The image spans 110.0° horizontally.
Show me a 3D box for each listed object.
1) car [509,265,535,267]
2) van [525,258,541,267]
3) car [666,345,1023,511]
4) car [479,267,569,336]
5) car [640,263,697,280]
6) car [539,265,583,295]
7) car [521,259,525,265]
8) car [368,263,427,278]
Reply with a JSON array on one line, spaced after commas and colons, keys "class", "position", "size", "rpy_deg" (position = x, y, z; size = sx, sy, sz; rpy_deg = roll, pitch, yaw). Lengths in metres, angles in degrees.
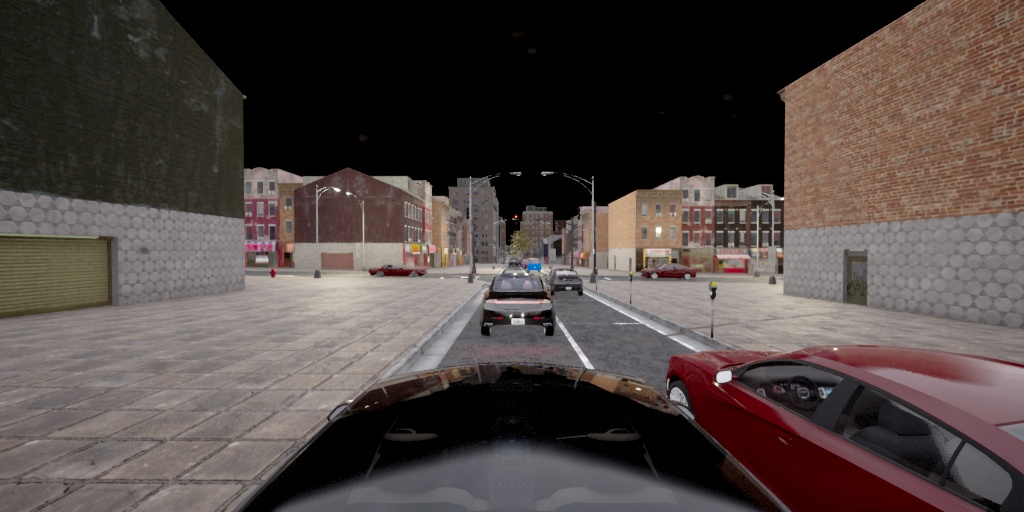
[{"class": "car", "position": [0.219, 1.371, 20.436], "size": [1.895, 1.301, 4.718], "rpy_deg": [0, 0, 1]}, {"class": "van", "position": [2.860, 1.215, 46.258], "size": [1.690, 1.789, 3.998], "rpy_deg": [0, 0, 0]}, {"class": "car", "position": [2.638, 1.295, 2.428], "size": [1.888, 1.381, 4.507], "rpy_deg": [0, 0, 0]}, {"class": "car", "position": [0.142, 1.244, 10.393], "size": [2.128, 1.511, 4.902], "rpy_deg": [0, 0, 0]}, {"class": "car", "position": [14.863, 1.466, 34.193], "size": [5.008, 1.535, 1.882], "rpy_deg": [1, 1, 0]}, {"class": "car", "position": [2.723, 1.318, 19.303], "size": [2.007, 1.370, 4.403], "rpy_deg": [0, 0, 0]}, {"class": "car", "position": [2.914, 1.255, 56.839], "size": [2.192, 1.841, 5.009], "rpy_deg": [0, 0, 0]}, {"class": "car", "position": [-9.922, 1.300, 31.443], "size": [4.718, 1.301, 1.895], "rpy_deg": [1, 1, -1]}]
